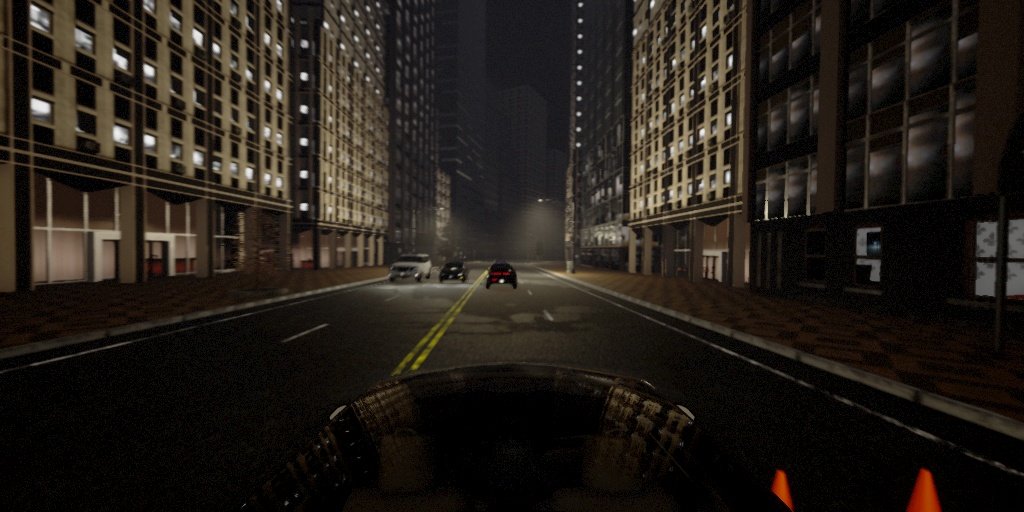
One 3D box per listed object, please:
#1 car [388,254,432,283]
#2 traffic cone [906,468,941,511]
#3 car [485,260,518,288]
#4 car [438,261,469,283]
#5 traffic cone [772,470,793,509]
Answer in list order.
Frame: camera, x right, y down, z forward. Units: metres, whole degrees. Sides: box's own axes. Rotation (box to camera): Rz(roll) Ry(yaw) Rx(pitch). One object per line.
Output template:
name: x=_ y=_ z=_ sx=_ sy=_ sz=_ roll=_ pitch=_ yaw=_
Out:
car: x=-7.500 y=0.849 z=26.975 sx=2.150 sy=2.045 sz=5.566 roll=1 pitch=0 yaw=-2
traffic cone: x=2.782 y=1.735 z=2.417 sx=0.340 sy=0.580 sz=0.340 roll=0 pitch=0 yaw=-2
car: x=-0.678 y=1.213 z=23.334 sx=1.837 sy=1.490 sz=4.892 roll=1 pitch=0 yaw=-2
car: x=-4.238 y=1.169 z=26.713 sx=1.837 sy=1.490 sz=4.892 roll=1 pitch=0 yaw=-2
traffic cone: x=1.782 y=1.724 z=2.384 sx=0.340 sy=0.580 sz=0.340 roll=0 pitch=0 yaw=-2
